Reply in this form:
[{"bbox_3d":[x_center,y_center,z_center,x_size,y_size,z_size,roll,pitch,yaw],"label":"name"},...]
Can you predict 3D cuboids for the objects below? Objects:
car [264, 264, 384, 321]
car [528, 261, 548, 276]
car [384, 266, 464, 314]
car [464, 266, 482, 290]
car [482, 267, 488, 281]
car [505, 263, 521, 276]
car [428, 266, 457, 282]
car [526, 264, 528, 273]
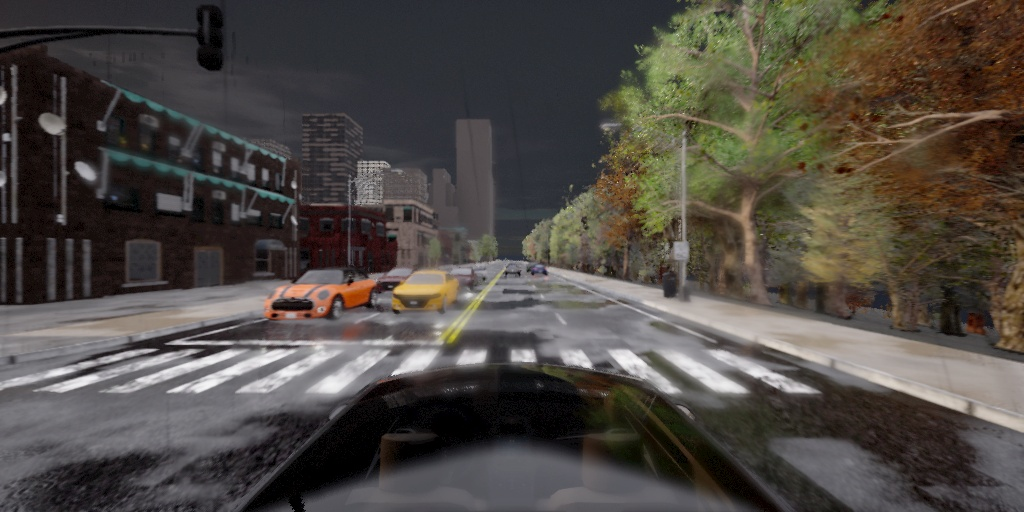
[{"bbox_3d":[-6.601,1.206,12.946,2.097,1.767,4.553,0,-1,0],"label":"car"},{"bbox_3d":[3.350,1.671,44.674,1.812,1.442,4.674,0,-1,0],"label":"car"},{"bbox_3d":[-3.350,1.348,14.735,1.882,1.535,5.008,0,-1,0],"label":"car"},{"bbox_3d":[-3.351,1.487,24.626,1.812,1.442,4.674,0,-1,0],"label":"car"},{"bbox_3d":[-3.340,1.653,34.551,1.895,1.301,4.718,0,-1,0],"label":"car"},{"bbox_3d":[0.093,1.710,44.711,1.994,1.385,4.181,0,-1,0],"label":"car"},{"bbox_3d":[-6.590,1.652,34.372,1.895,1.301,4.718,0,-1,0],"label":"car"},{"bbox_3d":[3.262,1.587,54.634,2.097,1.767,4.553,0,-1,0],"label":"car"}]
